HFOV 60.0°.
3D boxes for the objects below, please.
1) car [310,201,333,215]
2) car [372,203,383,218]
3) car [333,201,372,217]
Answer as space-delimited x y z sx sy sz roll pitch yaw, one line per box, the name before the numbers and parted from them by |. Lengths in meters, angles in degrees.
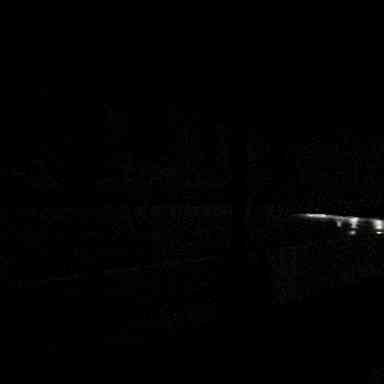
car | 14.703 1.663 35.946 4.181 1.385 1.994 0 0 -35
car | 19.302 1.317 30.629 5.566 2.045 2.150 0 0 -35
car | 16.313 1.627 32.798 4.674 1.442 1.812 0 0 -35
